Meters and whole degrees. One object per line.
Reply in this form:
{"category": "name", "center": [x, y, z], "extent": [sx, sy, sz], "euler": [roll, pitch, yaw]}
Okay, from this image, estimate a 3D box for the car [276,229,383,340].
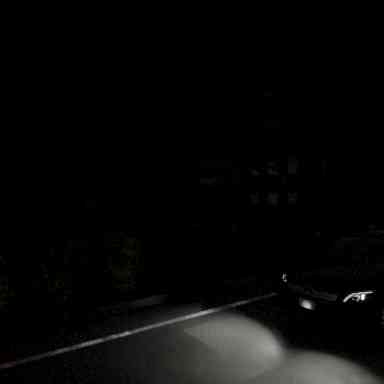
{"category": "car", "center": [3.724, 1.522, 6.638], "extent": [4.674, 1.442, 1.812], "euler": [0, 0, -35]}
